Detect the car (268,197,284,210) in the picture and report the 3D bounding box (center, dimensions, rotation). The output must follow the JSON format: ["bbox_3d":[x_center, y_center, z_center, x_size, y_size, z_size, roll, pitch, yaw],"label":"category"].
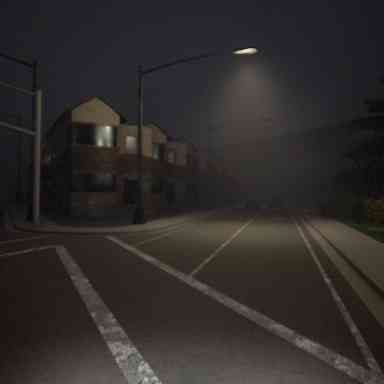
[{"bbox_3d":[12.092,1.569,47.924,2.097,1.767,4.553,1,0,15],"label":"car"}]

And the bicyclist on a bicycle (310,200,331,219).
[{"bbox_3d":[10.856,1.482,28.058,1.656,1.620,0.582,1,0,15],"label":"bicyclist on a bicycle"}]

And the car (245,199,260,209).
[{"bbox_3d":[8.955,1.703,49.768,1.812,1.442,4.674,1,0,15],"label":"car"}]
